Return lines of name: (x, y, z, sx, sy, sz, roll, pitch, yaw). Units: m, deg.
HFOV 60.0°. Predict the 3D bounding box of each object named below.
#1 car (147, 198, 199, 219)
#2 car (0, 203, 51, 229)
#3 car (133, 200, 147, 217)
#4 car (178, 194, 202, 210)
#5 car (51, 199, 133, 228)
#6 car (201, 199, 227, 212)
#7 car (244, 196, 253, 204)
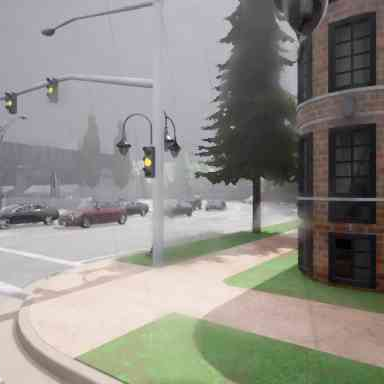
car: (-1.583, 1.526, 29.628, 1.812, 1.442, 4.674, 0, 0, 31)
car: (-11.079, 1.491, 21.644, 2.128, 1.511, 4.902, 0, 0, 35)
car: (-5.814, 1.491, 29.431, 2.128, 1.511, 4.902, 0, 0, 31)
car: (-0.332, 1.224, 40.650, 2.150, 2.045, 5.566, 0, 0, 16)
car: (-6.501, 1.352, 22.114, 2.097, 1.767, 4.553, 0, 0, 34)
car: (2.894, 1.563, 39.560, 1.994, 1.385, 4.181, 0, 0, 17)
car: (11.104, 1.526, 61.562, 1.812, 1.442, 4.674, 0, 0, -10)
